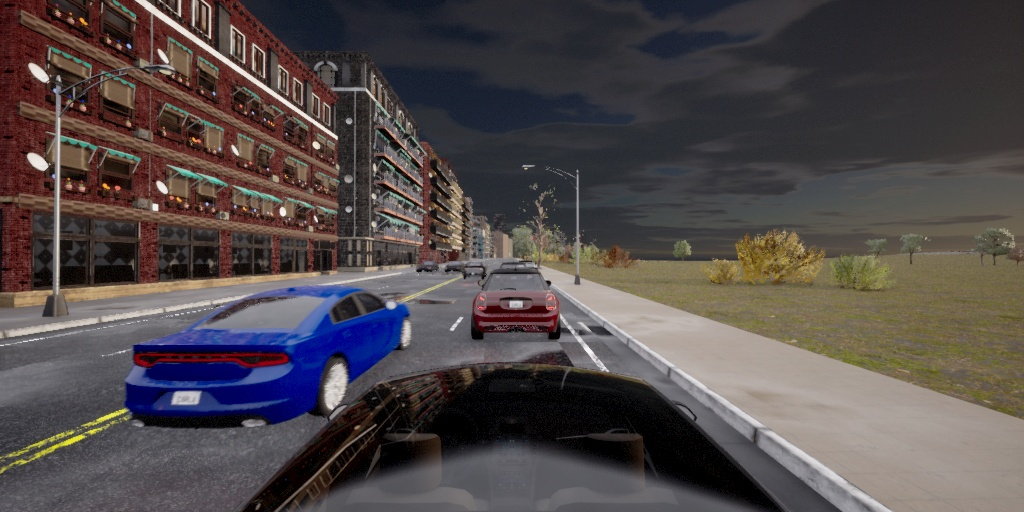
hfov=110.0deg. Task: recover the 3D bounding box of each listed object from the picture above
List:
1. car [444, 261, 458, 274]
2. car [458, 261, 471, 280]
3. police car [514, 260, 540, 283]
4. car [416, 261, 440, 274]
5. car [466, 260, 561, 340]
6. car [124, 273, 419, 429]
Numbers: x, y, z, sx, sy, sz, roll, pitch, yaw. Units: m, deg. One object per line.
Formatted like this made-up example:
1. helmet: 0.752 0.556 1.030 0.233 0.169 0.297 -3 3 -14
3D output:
1. car: -6.640 1.300 42.152 2.033 1.411 5.357 0 0 0
2. car: -3.179 1.244 31.725 2.128 1.511 4.902 0 0 0
3. police car: 1.110 1.179 29.437 1.930 1.638 5.238 0 0 0
4. car: -9.891 1.300 42.519 2.033 1.411 5.357 0 0 0
5. car: 0.084 1.103 10.169 2.097 1.767 4.553 0 0 0
6. car: -3.156 1.228 5.948 1.882 1.535 5.008 0 0 0
